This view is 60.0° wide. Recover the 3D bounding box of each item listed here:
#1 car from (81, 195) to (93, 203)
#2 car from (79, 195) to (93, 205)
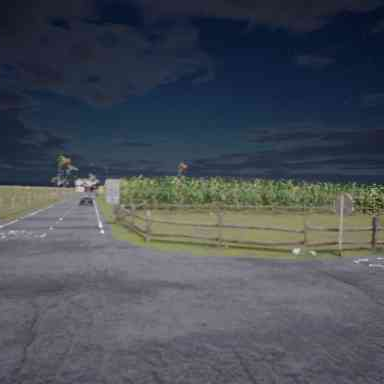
[{"bbox_3d":[-19.025,1.188,60.249,1.895,1.301,4.718,2,0,-17],"label":"car"},{"bbox_3d":[-15.590,1.171,49.246,1.837,1.490,4.892,2,-1,-17],"label":"car"}]
